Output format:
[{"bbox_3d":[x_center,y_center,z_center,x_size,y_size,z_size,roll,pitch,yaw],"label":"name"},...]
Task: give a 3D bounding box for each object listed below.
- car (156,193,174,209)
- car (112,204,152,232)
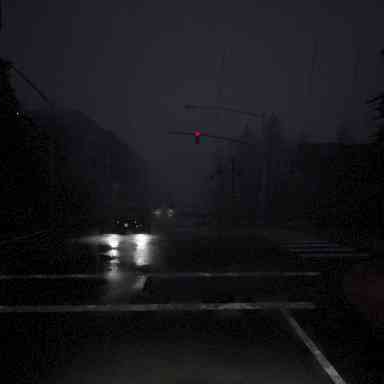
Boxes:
[{"bbox_3d":[-3.579,1.157,45.071,2.150,2.045,5.566,0,0,0],"label":"car"},{"bbox_3d":[-3.536,1.526,20.259,1.837,1.490,4.892,0,0,0],"label":"car"}]
